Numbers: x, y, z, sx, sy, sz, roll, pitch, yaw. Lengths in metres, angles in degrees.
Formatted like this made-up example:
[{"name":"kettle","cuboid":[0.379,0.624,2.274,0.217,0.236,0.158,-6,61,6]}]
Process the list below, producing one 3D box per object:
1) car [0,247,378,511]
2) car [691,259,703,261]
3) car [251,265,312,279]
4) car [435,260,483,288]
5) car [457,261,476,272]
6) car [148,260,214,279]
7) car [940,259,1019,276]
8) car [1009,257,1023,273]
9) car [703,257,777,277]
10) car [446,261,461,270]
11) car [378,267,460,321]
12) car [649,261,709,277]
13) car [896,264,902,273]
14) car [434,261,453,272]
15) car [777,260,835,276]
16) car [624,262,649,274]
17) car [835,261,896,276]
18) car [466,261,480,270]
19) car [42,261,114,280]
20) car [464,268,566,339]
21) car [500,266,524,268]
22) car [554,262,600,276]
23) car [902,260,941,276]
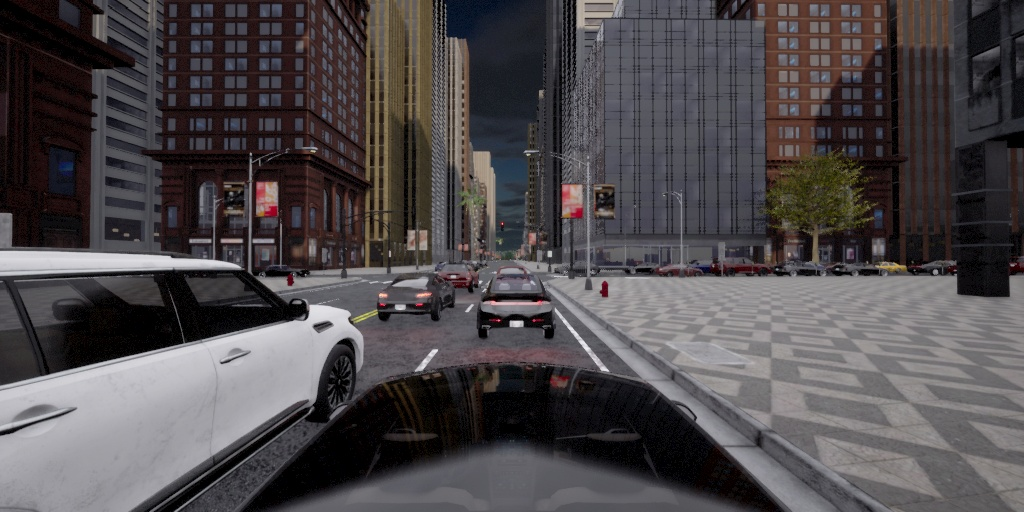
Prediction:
[{"name":"car","cuboid":[-3.155,0.972,2.645,2.150,2.045,5.566,0,0,0]},{"name":"car","cuboid":[20.034,1.146,38.823,4.553,1.767,2.097,0,-1,-1]},{"name":"car","cuboid":[-22.407,1.526,34.992,4.718,1.301,1.895,0,-1,-3]},{"name":"car","cuboid":[-3.153,1.141,21.404,2.097,1.767,4.553,0,0,0]},{"name":"car","cuboid":[-6.608,1.460,52.237,2.128,1.511,4.902,0,0,0]},{"name":"car","cuboid":[-32.225,1.322,35.001,4.553,1.767,2.097,0,-1,0]},{"name":"car","cuboid":[43.498,1.210,33.416,4.507,1.381,1.888,0,0,-1]},{"name":"car","cuboid":[49.136,0.969,33.505,5.009,1.841,2.192,0,0,-1]},{"name":"car","cuboid":[20.948,1.038,33.061,5.009,1.841,2.192,0,0,-1]},{"name":"car","cuboid":[-9.840,1.554,60.884,1.812,1.442,4.674,0,0,0]},{"name":"car","cuboid":[-3.152,1.287,12.423,1.812,1.442,4.674,0,0,0]},{"name":"car","cuboid":[15.309,1.325,32.972,4.207,1.307,1.802,0,0,-1]},{"name":"car","cuboid":[43.200,1.292,41.937,4.829,1.417,1.751,0,0,-1]},{"name":"car","cuboid":[-9.849,1.493,51.962,1.812,1.442,4.674,0,0,0]},{"name":"car","cuboid":[26.585,1.273,33.149,4.313,1.339,1.948,0,0,-1]},{"name":"car","cuboid":[15.177,1.410,41.496,4.313,1.339,1.948,0,0,-1]},{"name":"car","cuboid":[32.222,1.257,33.238,4.313,1.339,1.948,0,0,-1]},{"name":"car","cuboid":[-6.590,1.558,61.337,1.812,1.442,4.674,0,0,0]},{"name":"car","cuboid":[-42.278,1.369,35.021,4.553,1.767,2.097,0,-1,1]},{"name":"car","cuboid":[0.097,1.248,10.112,2.128,1.511,4.902,0,0,0]},{"name":"car","cuboid":[-0.004,1.259,19.613,1.882,1.535,5.008,0,0,0]},{"name":"car","cuboid":[6.938,1.344,38.444,4.892,1.490,1.837,0,-1,-3]},{"name":"car","cuboid":[42.847,1.203,36.032,4.892,1.490,1.837,0,-1,-1]}]
